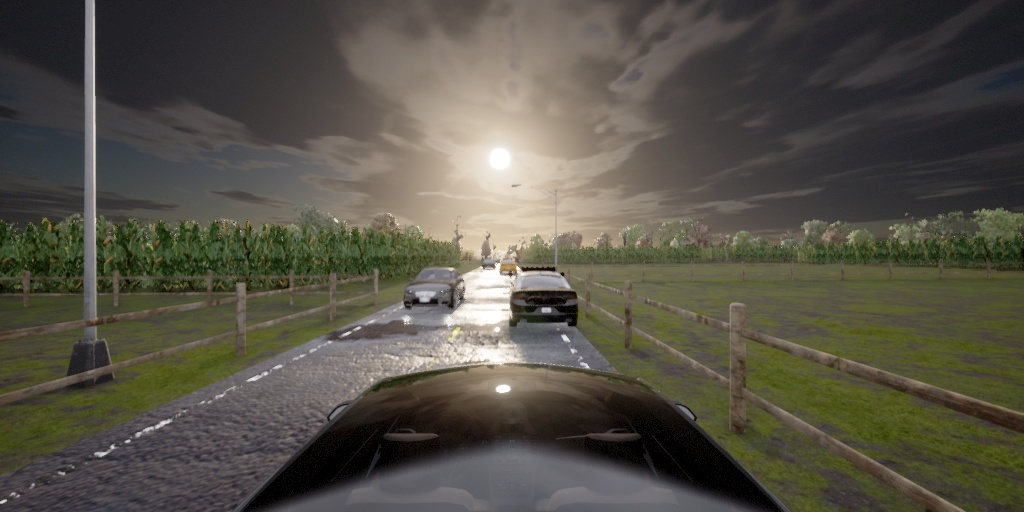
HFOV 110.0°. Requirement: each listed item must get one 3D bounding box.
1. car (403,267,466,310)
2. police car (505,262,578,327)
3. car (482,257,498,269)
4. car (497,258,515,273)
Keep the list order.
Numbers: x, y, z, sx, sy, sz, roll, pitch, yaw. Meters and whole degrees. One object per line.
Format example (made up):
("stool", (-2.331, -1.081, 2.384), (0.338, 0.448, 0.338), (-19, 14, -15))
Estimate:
("car", (-3.015, 1.229, 14.735), (2.128, 1.511, 4.902), (0, 0, -1))
("police car", (0.837, 1.166, 11.656), (1.930, 1.638, 5.238), (0, 0, -1))
("car", (-3.519, 1.147, 55.338), (1.882, 1.535, 5.008), (0, 0, -1))
("car", (-0.428, 1.177, 41.801), (1.882, 1.535, 5.008), (0, 0, 0))
